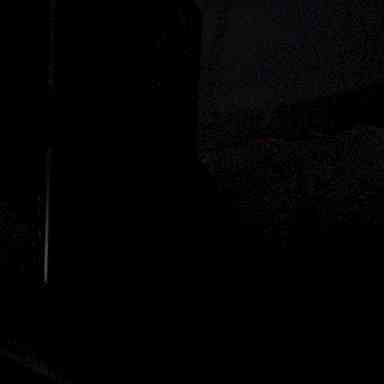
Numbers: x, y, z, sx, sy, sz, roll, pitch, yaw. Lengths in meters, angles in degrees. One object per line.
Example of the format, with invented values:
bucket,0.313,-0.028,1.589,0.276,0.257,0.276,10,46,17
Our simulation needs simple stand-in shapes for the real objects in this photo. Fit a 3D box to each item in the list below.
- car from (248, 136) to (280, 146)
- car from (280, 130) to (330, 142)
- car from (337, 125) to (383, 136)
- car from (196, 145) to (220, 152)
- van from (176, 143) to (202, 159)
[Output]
car,8.331,-5.438,36.976,2.185,1.767,4.553,1,2,-33
car,11.297,-5.211,32.325,2.185,1.767,4.553,1,2,-33
car,14.340,-4.808,27.548,2.002,1.452,4.674,1,2,-33
car,2.406,-5.753,46.259,2.231,1.521,4.892,1,2,-33
van,-0.486,-6.189,50.802,1.878,1.987,4.442,1,2,-33
